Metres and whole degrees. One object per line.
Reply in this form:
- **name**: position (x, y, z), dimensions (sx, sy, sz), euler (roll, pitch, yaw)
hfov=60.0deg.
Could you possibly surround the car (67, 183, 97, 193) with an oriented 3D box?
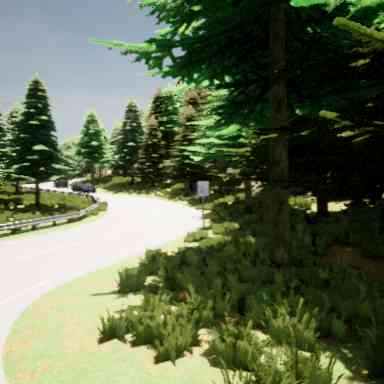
- **car**: position (-15.068, -0.629, 46.187), dimensions (4.181, 1.385, 1.994), euler (6, 4, 43)

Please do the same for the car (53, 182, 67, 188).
- **car**: position (-21.306, -1.453, 53.801), dimensions (1.837, 1.490, 4.892), euler (-1, 5, -30)
